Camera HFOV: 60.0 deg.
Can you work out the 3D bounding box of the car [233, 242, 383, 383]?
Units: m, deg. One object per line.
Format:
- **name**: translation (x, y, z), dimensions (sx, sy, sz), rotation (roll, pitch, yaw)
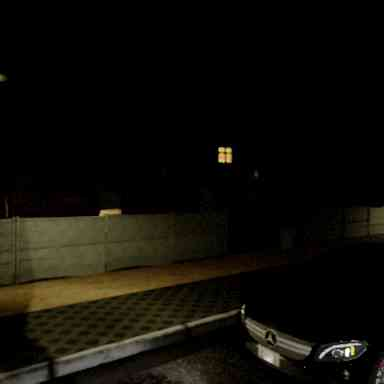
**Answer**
- **car**: translation (2.741, 1.560, 5.026), dimensions (4.674, 1.442, 1.812), rotation (0, 0, -35)
